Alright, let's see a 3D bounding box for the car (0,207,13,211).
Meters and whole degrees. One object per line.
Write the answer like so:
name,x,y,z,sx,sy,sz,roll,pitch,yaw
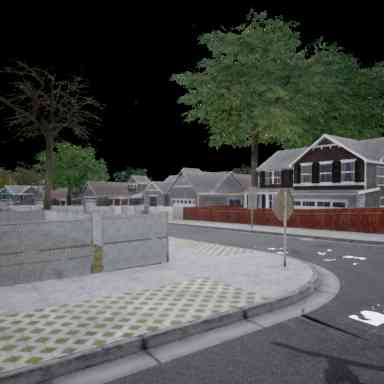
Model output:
car,-41.659,3.933,73.764,5.357,1.411,2.033,-2,-2,40
